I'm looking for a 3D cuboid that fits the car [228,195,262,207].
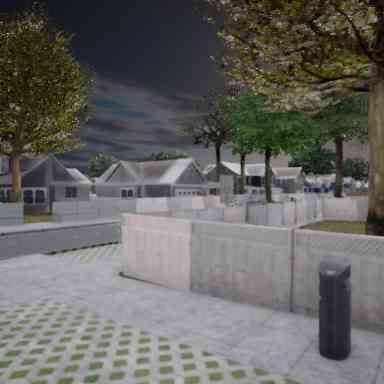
[{"bbox_3d":[5.487,1.181,34.171,2.097,1.767,4.553,0,0,36],"label":"car"}]
